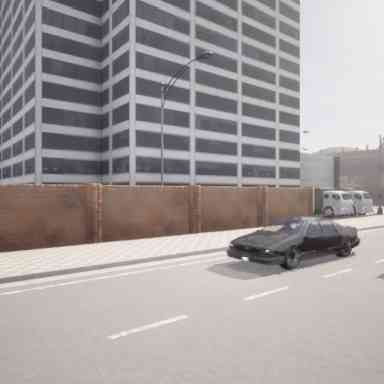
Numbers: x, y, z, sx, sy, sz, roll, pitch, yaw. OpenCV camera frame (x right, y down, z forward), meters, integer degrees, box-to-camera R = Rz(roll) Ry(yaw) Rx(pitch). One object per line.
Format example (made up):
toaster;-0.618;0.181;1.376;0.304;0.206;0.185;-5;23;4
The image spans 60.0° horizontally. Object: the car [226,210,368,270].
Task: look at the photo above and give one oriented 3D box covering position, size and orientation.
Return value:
car;3.648;1.547;11.233;5.357;1.411;2.033;0;0;-37
